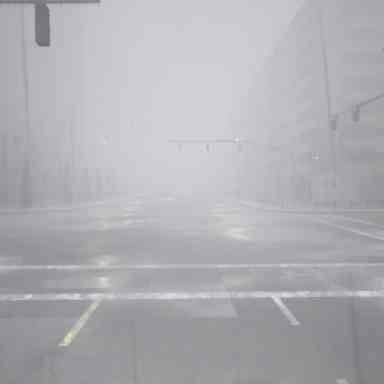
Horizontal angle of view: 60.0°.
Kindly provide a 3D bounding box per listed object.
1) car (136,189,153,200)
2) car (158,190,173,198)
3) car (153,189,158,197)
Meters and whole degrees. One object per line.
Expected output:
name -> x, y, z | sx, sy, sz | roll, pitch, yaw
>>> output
car -> -7.797, 0.493, 53.679 | 1.812, 1.442, 4.674 | 0, 1, -1
car -> -4.440, 0.407, 59.831 | 1.994, 1.385, 4.181 | 0, 1, 0
car -> -8.026, 0.139, 68.849 | 1.882, 1.535, 5.008 | 0, 1, -1
